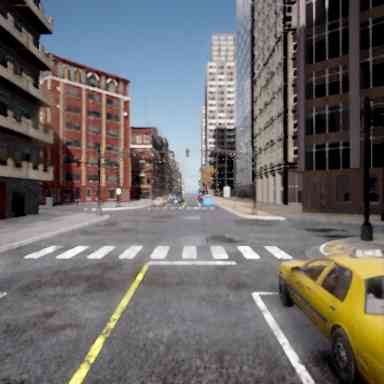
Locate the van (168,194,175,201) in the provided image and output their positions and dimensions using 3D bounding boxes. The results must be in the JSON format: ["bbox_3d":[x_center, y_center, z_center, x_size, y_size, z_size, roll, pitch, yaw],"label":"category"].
[{"bbox_3d":[-5.304,1.460,87.283,1.690,1.788,3.998,0,0,0],"label":"van"}]

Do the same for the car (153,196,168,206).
[{"bbox_3d":[-5.307,1.561,53.800,1.752,1.417,4.829,0,0,0],"label":"car"}]

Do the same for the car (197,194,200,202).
[{"bbox_3d":[2.575,1.632,76.178,1.887,1.381,4.507,0,0,0],"label":"car"}]

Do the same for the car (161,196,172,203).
[{"bbox_3d":[-5.306,1.639,70.627,1.947,1.339,4.313,0,0,0],"label":"car"}]

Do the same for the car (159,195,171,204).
[{"bbox_3d":[-5.306,1.499,65.075,1.967,1.590,4.097,0,0,0],"label":"car"}]

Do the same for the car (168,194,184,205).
[{"bbox_3d":[-2.780,1.539,59.602,2.128,1.511,4.902,0,0,1],"label":"car"}]

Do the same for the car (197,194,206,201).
[{"bbox_3d":[2.575,1.452,92.837,2.192,1.841,5.009,0,0,0],"label":"car"}]

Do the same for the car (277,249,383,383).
[{"bbox_3d":[2.570,1.524,5.144,1.752,1.417,4.829,0,0,0],"label":"car"}]

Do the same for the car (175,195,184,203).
[{"bbox_3d":[-2.743,1.562,74.987,1.882,1.535,5.008,0,0,0],"label":"car"}]

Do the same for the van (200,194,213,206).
[{"bbox_3d":[2.574,1.377,53.969,1.690,1.788,3.998,0,0,0],"label":"van"}]
